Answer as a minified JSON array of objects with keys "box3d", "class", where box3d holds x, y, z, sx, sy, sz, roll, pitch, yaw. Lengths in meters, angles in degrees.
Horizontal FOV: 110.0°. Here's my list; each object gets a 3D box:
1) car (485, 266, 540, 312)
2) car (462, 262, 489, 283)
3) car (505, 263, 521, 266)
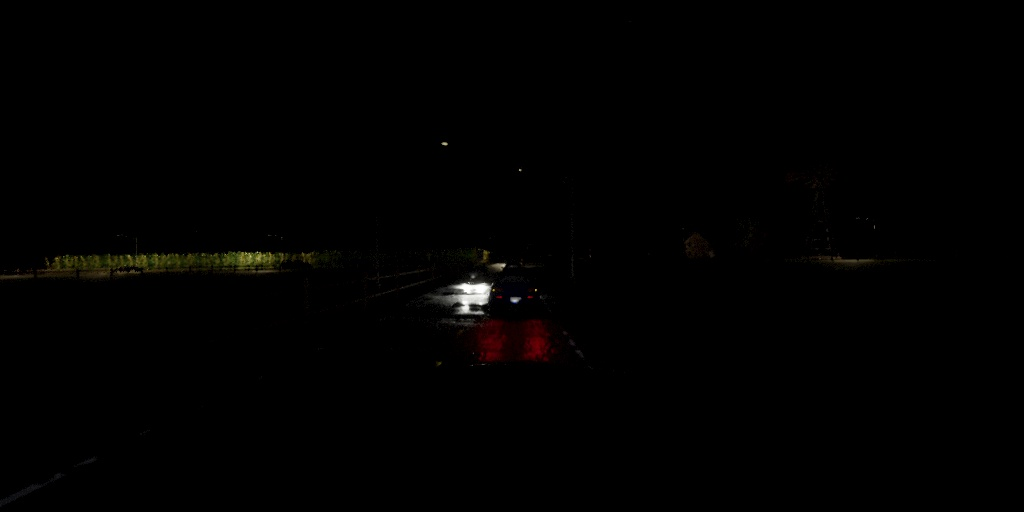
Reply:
[{"box3d":[0.097,1.284,14.246,1.812,1.442,4.674,0,0,0],"class":"car"},{"box3d":[-2.842,1.260,28.625,2.128,1.511,4.902,0,0,0],"class":"car"},{"box3d":[0.101,1.295,29.538,1.812,1.442,4.674,0,0,0],"class":"car"}]
